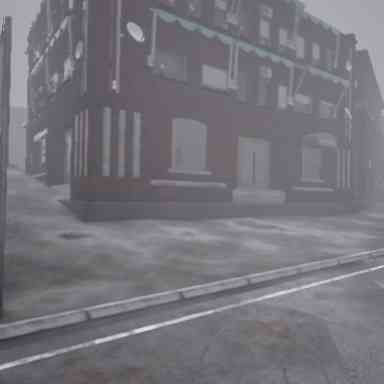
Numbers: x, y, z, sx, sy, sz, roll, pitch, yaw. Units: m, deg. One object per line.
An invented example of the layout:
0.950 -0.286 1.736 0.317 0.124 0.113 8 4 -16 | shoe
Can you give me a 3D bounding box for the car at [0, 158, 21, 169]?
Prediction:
-17.635 -2.485 29.255 2.002 1.452 4.674 0 -2 40 | car
